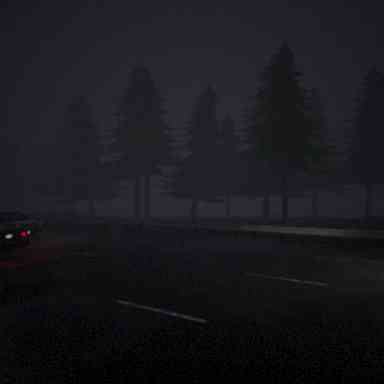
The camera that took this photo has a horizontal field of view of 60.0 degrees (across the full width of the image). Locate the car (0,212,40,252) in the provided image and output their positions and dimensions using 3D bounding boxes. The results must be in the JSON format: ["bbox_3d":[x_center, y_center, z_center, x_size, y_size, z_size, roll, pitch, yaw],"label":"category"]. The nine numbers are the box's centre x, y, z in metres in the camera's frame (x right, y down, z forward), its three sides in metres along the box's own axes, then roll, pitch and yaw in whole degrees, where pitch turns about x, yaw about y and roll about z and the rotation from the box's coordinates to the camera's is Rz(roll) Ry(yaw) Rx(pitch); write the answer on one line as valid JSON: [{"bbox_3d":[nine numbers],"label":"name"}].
[{"bbox_3d":[-8.595,1.603,12.540,5.357,1.411,2.033,0,0,25],"label":"car"}]

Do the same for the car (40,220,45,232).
[{"bbox_3d":[-9.918,1.667,16.902,4.718,1.301,1.895,0,0,24],"label":"car"}]
